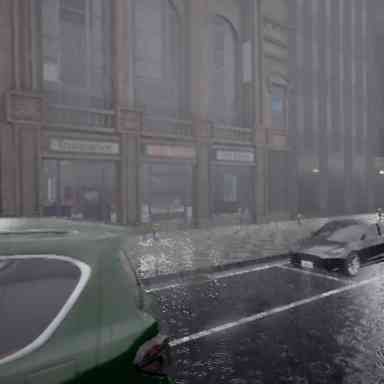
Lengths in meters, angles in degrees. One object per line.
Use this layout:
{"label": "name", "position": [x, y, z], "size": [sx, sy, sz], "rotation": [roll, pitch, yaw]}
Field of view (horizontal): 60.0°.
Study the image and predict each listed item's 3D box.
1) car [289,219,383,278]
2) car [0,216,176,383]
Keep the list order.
{"label": "car", "position": [4.773, 1.496, 9.938], "size": [4.313, 1.339, 1.947], "rotation": [-1, 0, -35]}
{"label": "car", "position": [-2.701, 1.232, 1.453], "size": [5.566, 2.045, 2.150], "rotation": [-1, 0, -35]}
